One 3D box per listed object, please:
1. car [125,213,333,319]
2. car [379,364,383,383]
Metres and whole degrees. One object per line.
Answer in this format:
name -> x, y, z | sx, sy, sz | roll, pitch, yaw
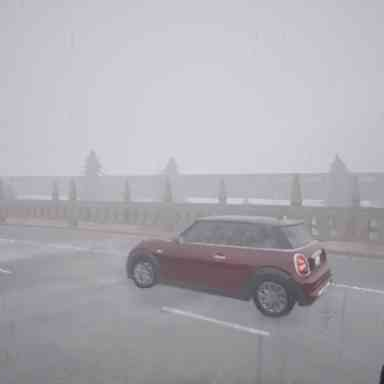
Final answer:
car -> 0.630, 1.314, 7.532 | 4.553, 1.767, 2.097 | 0, 0, 34
car -> 3.787, 1.214, 1.098 | 5.566, 2.045, 2.150 | 0, 0, 37
